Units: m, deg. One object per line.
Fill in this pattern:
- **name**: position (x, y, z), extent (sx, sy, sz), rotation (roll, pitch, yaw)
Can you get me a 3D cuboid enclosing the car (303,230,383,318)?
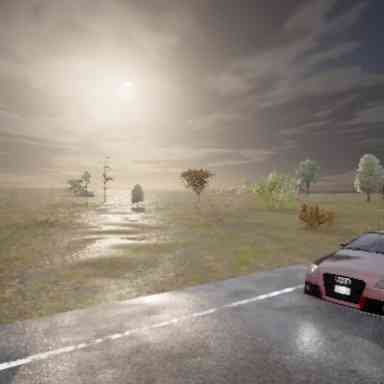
- **car**: position (4.285, 1.550, 7.049), extent (4.181, 1.385, 1.994), rotation (0, 0, -35)
